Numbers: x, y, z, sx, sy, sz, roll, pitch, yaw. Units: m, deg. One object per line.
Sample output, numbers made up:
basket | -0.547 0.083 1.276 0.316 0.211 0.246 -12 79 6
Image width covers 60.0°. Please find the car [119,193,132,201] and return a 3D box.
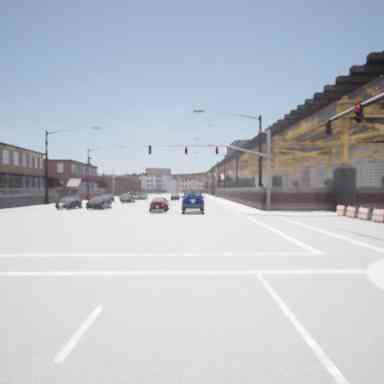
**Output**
car | -14.001 1.027 70.293 1.812 1.442 4.674 0 0 0

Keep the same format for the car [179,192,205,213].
car | 0.100 0.990 33.379 2.150 2.045 5.566 0 0 0

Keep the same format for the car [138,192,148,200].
car | -10.501 0.861 69.938 2.097 1.767 4.553 0 0 0

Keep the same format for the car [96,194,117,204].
car | -14.062 1.111 55.065 2.128 1.511 4.902 0 0 0

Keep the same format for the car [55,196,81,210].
car | -14.089 1.226 38.239 2.128 1.511 4.902 0 0 0

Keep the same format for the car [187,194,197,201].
car | -0.001 1.087 68.506 1.994 1.385 4.181 0 0 0

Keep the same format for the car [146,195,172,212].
car | -3.415 1.281 35.227 1.812 1.442 4.674 0 0 0

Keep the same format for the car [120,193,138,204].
car | -10.560 1.126 54.707 1.837 1.490 4.892 0 0 0

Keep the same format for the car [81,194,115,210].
car | -10.594 1.215 37.896 1.882 1.535 5.008 0 0 0

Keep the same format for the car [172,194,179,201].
car | -3.501 1.077 67.881 2.033 1.411 5.357 0 0 0
